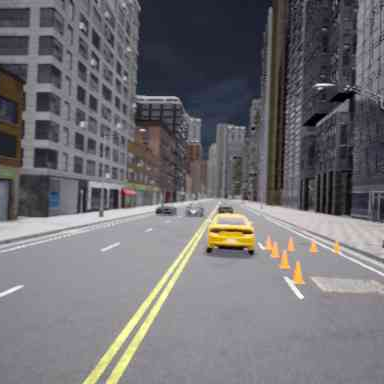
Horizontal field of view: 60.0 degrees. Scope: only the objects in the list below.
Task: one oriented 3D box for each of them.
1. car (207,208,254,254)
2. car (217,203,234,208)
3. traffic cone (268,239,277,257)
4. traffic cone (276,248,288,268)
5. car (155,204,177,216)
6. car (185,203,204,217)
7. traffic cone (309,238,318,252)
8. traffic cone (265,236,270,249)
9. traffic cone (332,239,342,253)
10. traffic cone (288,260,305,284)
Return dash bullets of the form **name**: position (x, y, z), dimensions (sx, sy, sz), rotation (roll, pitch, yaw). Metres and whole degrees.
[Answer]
- **car**: position (1.717, 1.739, 15.080), dimensions (1.882, 1.535, 5.008), rotation (2, -1, 5)
- **car**: position (4.188, 2.202, 41.453), dimensions (1.837, 1.490, 4.892), rotation (2, -1, 5)
- **traffic cone**: position (3.294, 2.252, 13.154), dimensions (0.340, 0.580, 0.340), rotation (2, -1, 5)
- **traffic cone**: position (3.108, 2.220, 11.163), dimensions (0.340, 0.580, 0.340), rotation (2, -1, 5)
- **car**: position (-2.881, 1.982, 37.792), dimensions (1.895, 1.301, 4.718), rotation (2, -1, 5)
- **car**: position (0.367, 1.993, 37.593), dimensions (2.128, 1.511, 4.902), rotation (2, -1, 5)
- **traffic cone**: position (5.471, 2.358, 14.958), dimensions (0.340, 0.580, 0.340), rotation (2, -1, 5)
- **traffic cone**: position (3.482, 2.285, 15.145), dimensions (0.340, 0.580, 0.340), rotation (2, -1, 5)
- **traffic cone**: position (6.466, 2.395, 14.864), dimensions (0.340, 0.580, 0.340), rotation (2, -1, 5)
- **traffic cone**: position (2.922, 2.187, 9.172), dimensions (0.340, 0.580, 0.340), rotation (2, -1, 5)
